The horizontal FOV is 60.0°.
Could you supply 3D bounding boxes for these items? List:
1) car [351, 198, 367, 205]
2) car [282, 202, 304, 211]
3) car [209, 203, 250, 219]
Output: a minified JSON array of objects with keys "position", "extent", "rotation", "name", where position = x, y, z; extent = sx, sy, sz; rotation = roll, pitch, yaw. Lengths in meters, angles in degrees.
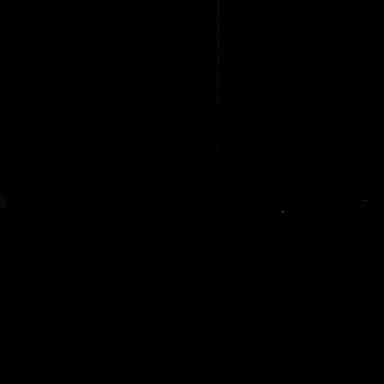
[{"position":[38.640,2.127,77.587],"extent":[2.097,1.767,4.553],"rotation":[-1,-1,36],"name":"car"},{"position":[14.907,2.063,49.287],"extent":[1.895,1.301,4.718],"rotation":[-1,-1,36],"name":"car"},{"position":[3.273,1.739,28.512],"extent":[1.837,1.490,4.892],"rotation":[-1,-2,36],"name":"car"}]
